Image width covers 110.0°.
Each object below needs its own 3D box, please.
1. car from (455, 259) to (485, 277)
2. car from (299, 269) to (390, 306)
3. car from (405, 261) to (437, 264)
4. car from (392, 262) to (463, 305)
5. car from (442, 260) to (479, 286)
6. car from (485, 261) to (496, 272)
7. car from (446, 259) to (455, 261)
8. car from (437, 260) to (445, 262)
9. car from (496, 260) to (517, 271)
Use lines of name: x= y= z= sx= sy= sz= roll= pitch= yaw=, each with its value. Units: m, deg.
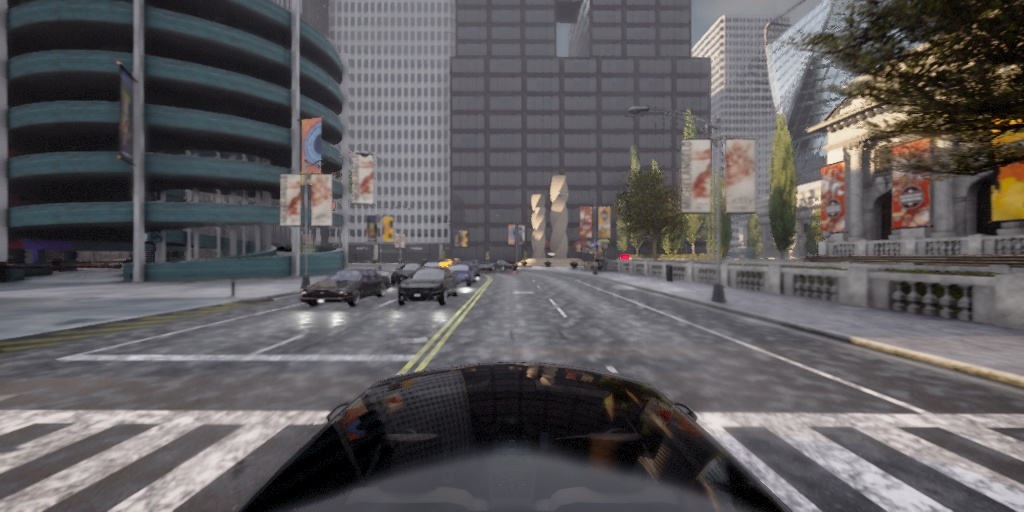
car: x=-4.261 y=1.211 z=35.497 sx=2.128 sy=1.511 sz=4.902 roll=0 pitch=0 yaw=-10
car: x=-7.096 y=1.285 z=15.975 sx=2.033 sy=1.411 sz=5.357 roll=0 pitch=0 yaw=0
car: x=-7.087 y=1.207 z=25.801 sx=1.882 sy=1.535 sz=5.008 roll=0 pitch=0 yaw=0
car: x=-3.600 y=1.215 z=16.123 sx=1.882 sy=1.535 sz=5.008 roll=0 pitch=0 yaw=0
car: x=-3.604 y=1.255 z=25.156 sx=1.812 sy=1.442 sz=4.674 roll=0 pitch=0 yaw=0
car: x=-4.038 y=1.274 z=45.900 sx=1.994 sy=1.385 sz=4.181 roll=0 pitch=0 yaw=-25
car: x=-9.420 y=1.181 z=54.348 sx=1.882 sy=1.535 sz=5.008 roll=0 pitch=0 yaw=-40
car: x=-7.966 y=1.245 z=36.035 sx=1.812 sy=1.442 sz=4.674 roll=0 pitch=0 yaw=-10
car: x=-1.052 y=1.213 z=47.743 sx=1.837 sy=1.490 sz=4.892 roll=0 pitch=0 yaw=-29
